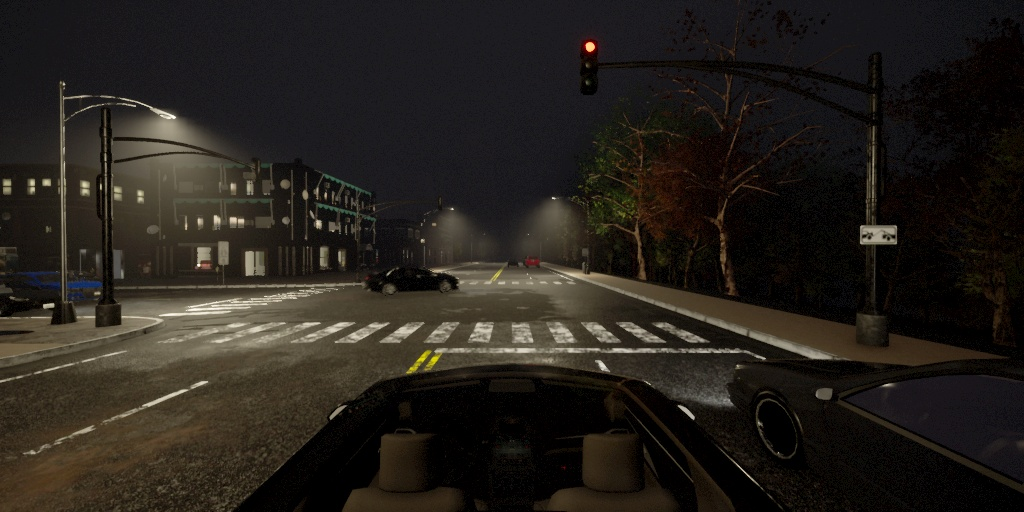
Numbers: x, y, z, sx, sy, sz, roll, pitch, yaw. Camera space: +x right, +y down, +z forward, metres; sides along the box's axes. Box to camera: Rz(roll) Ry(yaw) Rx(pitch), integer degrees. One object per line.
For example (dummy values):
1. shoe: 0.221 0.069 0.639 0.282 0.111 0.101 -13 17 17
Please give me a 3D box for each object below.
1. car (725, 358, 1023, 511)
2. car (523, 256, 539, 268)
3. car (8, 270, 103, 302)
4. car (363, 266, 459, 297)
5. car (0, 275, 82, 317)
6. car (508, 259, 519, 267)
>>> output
1. car: 3.326 1.297 1.762 2.033 1.411 5.357 0 0 3
2. car: 3.443 0.951 60.969 2.150 2.045 5.566 0 0 0
3. car: -21.530 1.467 16.457 5.008 1.535 1.882 -1 1 0
4. car: -5.252 1.246 18.991 4.892 1.490 1.837 0 2 -29
5. car: -19.930 1.565 13.755 4.313 1.339 1.948 0 0 0
6. car: 0.196 1.204 64.206 1.882 1.535 5.008 0 0 0
